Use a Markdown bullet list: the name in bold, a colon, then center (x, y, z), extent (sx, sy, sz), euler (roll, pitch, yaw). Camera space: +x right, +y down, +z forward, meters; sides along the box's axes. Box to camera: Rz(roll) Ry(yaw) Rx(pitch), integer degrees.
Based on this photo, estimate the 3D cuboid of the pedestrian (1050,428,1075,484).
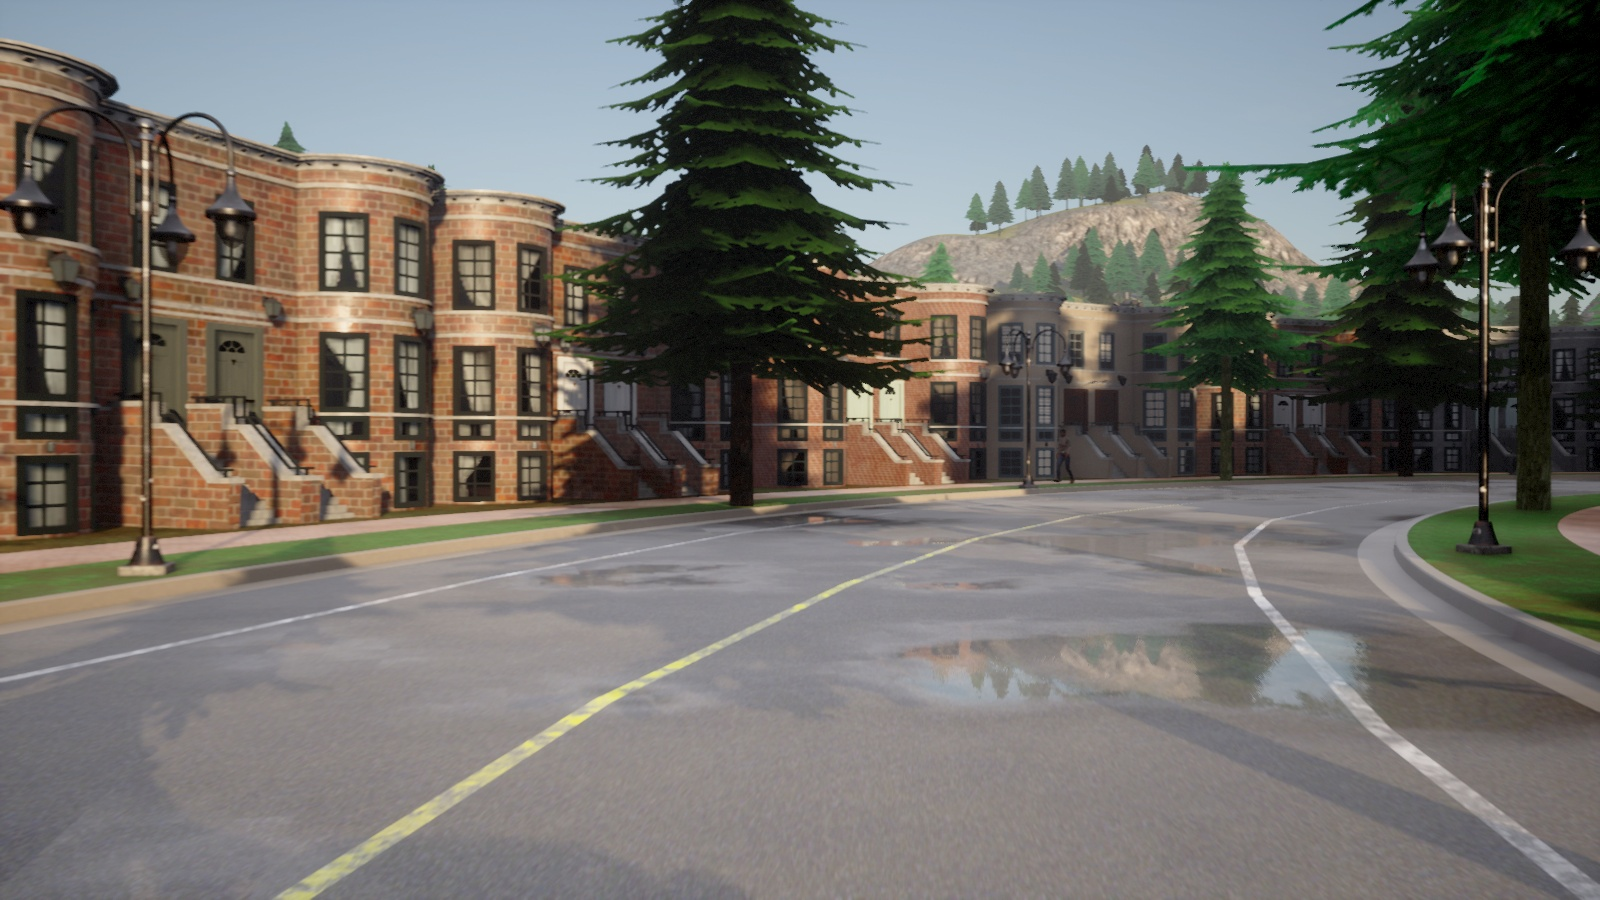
- **pedestrian**: center (8.608, 0.184, 41.160), extent (0.869, 1.805, 0.328), euler (0, 0, -38)
